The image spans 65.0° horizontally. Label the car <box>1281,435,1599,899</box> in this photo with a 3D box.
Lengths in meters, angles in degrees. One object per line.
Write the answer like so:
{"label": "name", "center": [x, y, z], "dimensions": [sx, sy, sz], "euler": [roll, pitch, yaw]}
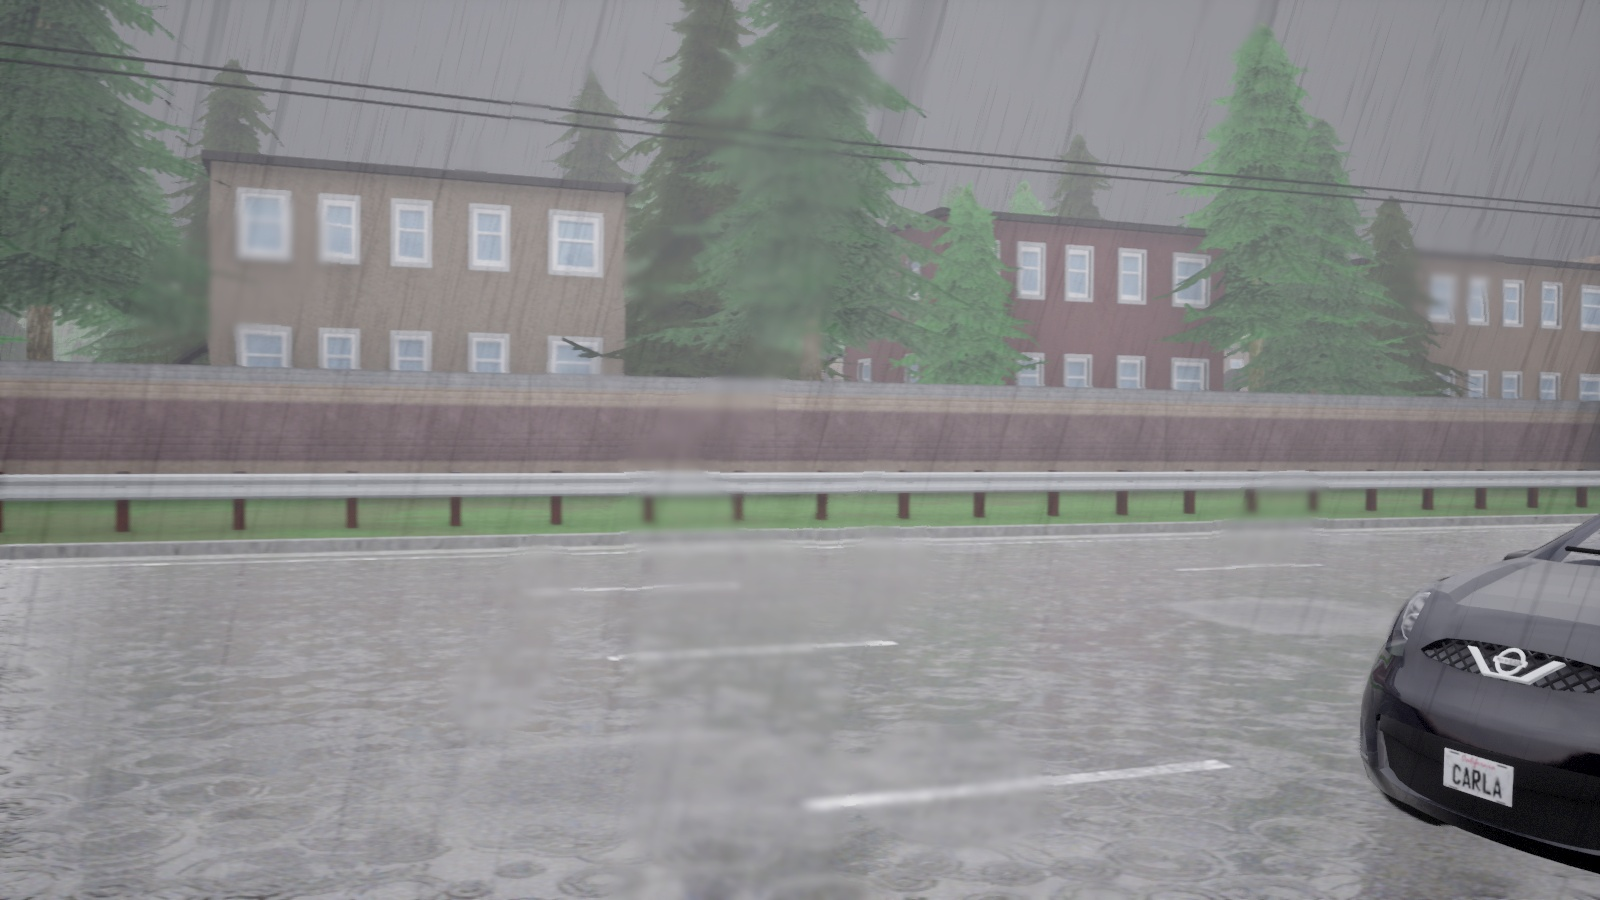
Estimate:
{"label": "car", "center": [3.922, 0.693, 4.728], "dimensions": [3.633, 1.501, 1.845], "euler": [-1, 1, -21]}
